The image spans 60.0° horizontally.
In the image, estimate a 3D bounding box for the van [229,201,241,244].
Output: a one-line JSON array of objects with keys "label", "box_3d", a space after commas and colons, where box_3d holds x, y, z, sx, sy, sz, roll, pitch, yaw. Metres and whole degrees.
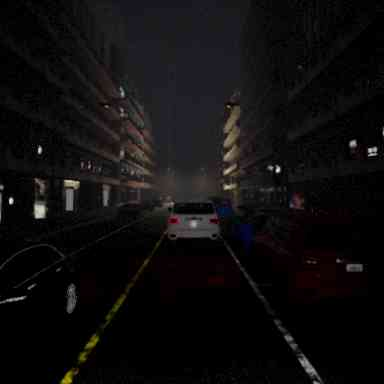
[{"label": "van", "box_3d": [2.693, 1.401, 13.585, 1.690, 1.788, 3.998, 0, 0, 0]}]

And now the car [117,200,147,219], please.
[{"label": "car", "box_3d": [-5.688, 1.681, 30.629, 1.887, 1.381, 4.507, 0, 0, 0]}]

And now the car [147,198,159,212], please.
[{"label": "car", "box_3d": [-5.689, 1.739, 41.994, 2.008, 1.369, 4.403, 0, 0, 0]}]

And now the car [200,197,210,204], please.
[{"label": "car", "box_3d": [2.692, 1.876, 70.408, 2.008, 1.369, 4.403, 0, 0, 0]}]

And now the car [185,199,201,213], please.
[{"label": "car", "box_3d": [0.098, 1.665, 41.737, 1.882, 1.535, 5.008, 0, 0, 0]}]

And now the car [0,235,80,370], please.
[{"label": "car", "box_3d": [-3.099, 1.525, 4.675, 1.837, 1.490, 4.892, 0, 0, 0]}]

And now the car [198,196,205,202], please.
[{"label": "car", "box_3d": [2.691, 1.881, 93.137, 1.967, 1.590, 4.097, 0, 0, 0]}]

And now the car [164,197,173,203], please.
[{"label": "car", "box_3d": [-5.689, 1.933, 81.770, 2.008, 1.369, 4.403, 0, 0, 0]}]

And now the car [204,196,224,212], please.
[{"label": "car", "box_3d": [2.692, 1.504, 41.997, 2.192, 1.841, 5.009, 0, 0, 0]}]

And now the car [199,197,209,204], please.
[{"label": "car", "box_3d": [2.692, 1.905, 76.090, 2.008, 1.369, 4.403, 0, 0, 0]}]

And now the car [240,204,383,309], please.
[{"label": "car", "box_3d": [2.693, 1.350, 7.903, 2.192, 1.841, 5.009, 0, 0, 0]}]

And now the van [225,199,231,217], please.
[{"label": "van", "box_3d": [2.693, 1.478, 30.632, 1.690, 1.788, 3.998, 0, 0, 0]}]

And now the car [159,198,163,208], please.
[{"label": "car", "box_3d": [-5.688, 1.682, 53.358, 1.967, 1.590, 4.097, 0, 0, 0]}]

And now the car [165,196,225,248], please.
[{"label": "car", "box_3d": [0.045, 1.289, 15.346, 2.150, 2.045, 5.566, 0, 0, 0]}]

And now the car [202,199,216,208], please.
[{"label": "car", "box_3d": [2.692, 1.809, 53.360, 1.947, 1.339, 4.313, 0, 0, 0]}]
